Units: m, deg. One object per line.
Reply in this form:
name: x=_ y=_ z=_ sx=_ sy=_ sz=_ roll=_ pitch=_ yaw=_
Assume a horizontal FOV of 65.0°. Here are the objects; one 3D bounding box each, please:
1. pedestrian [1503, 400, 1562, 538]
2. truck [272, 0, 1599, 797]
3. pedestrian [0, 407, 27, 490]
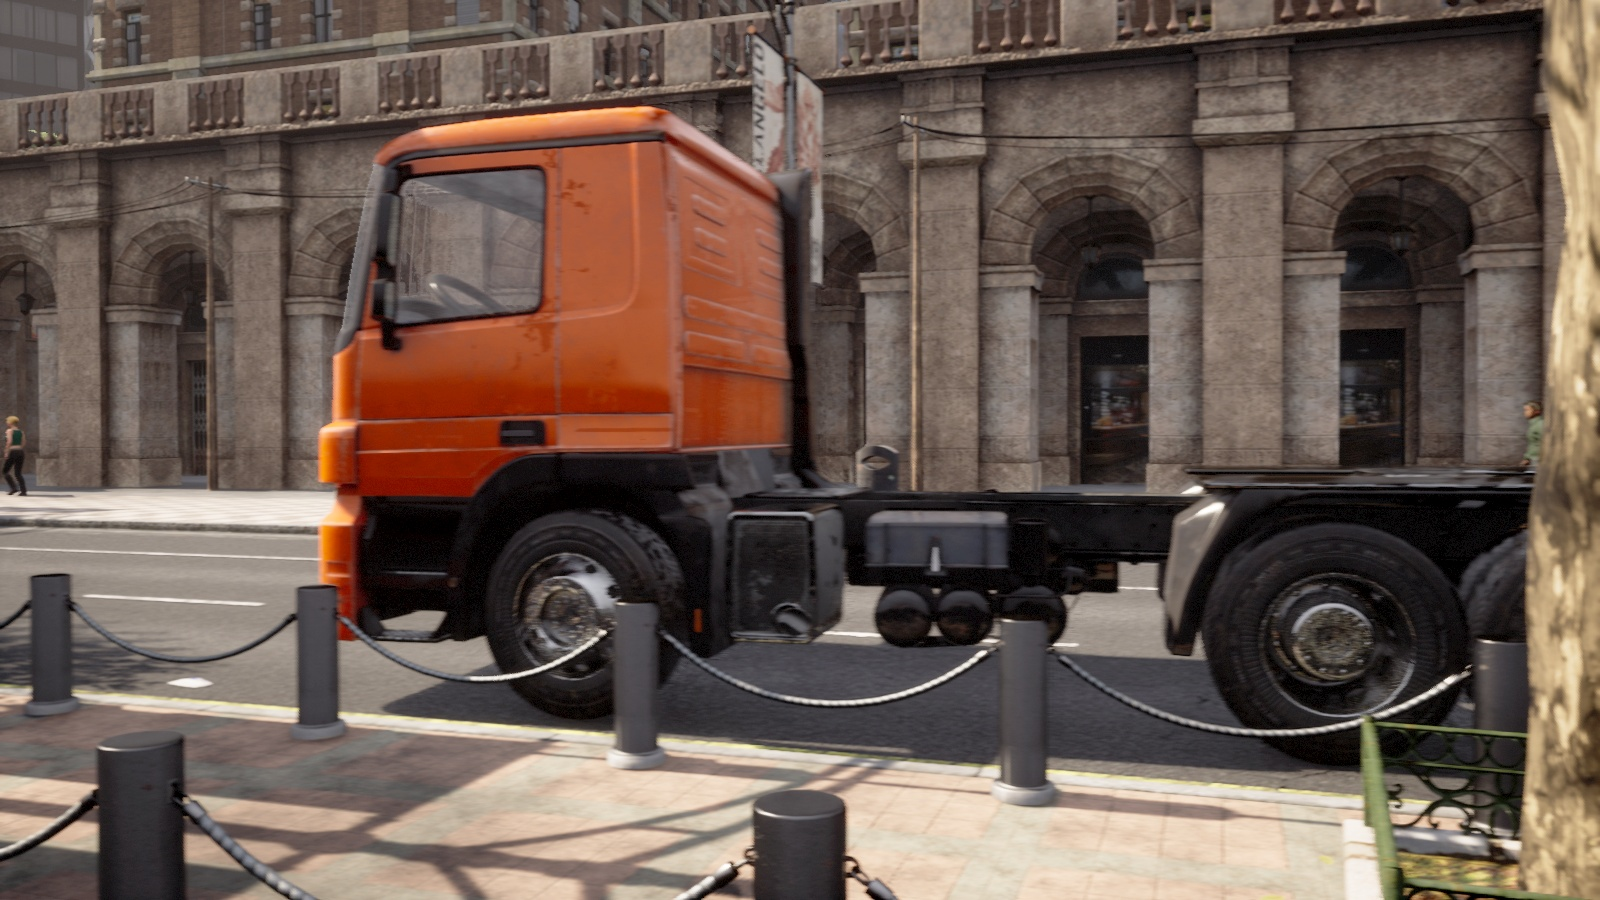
pedestrian: x=9.911 y=0.248 z=16.999 sx=0.614 sy=1.847 sz=0.353 roll=1 pitch=1 yaw=20
truck: x=1.206 y=-0.271 z=7.515 sx=7.936 sy=3.462 sz=2.891 roll=0 pitch=1 yaw=15
pedestrian: x=-17.711 y=-0.034 z=28.159 sx=0.594 sy=1.836 sz=0.345 roll=1 pitch=1 yaw=18
